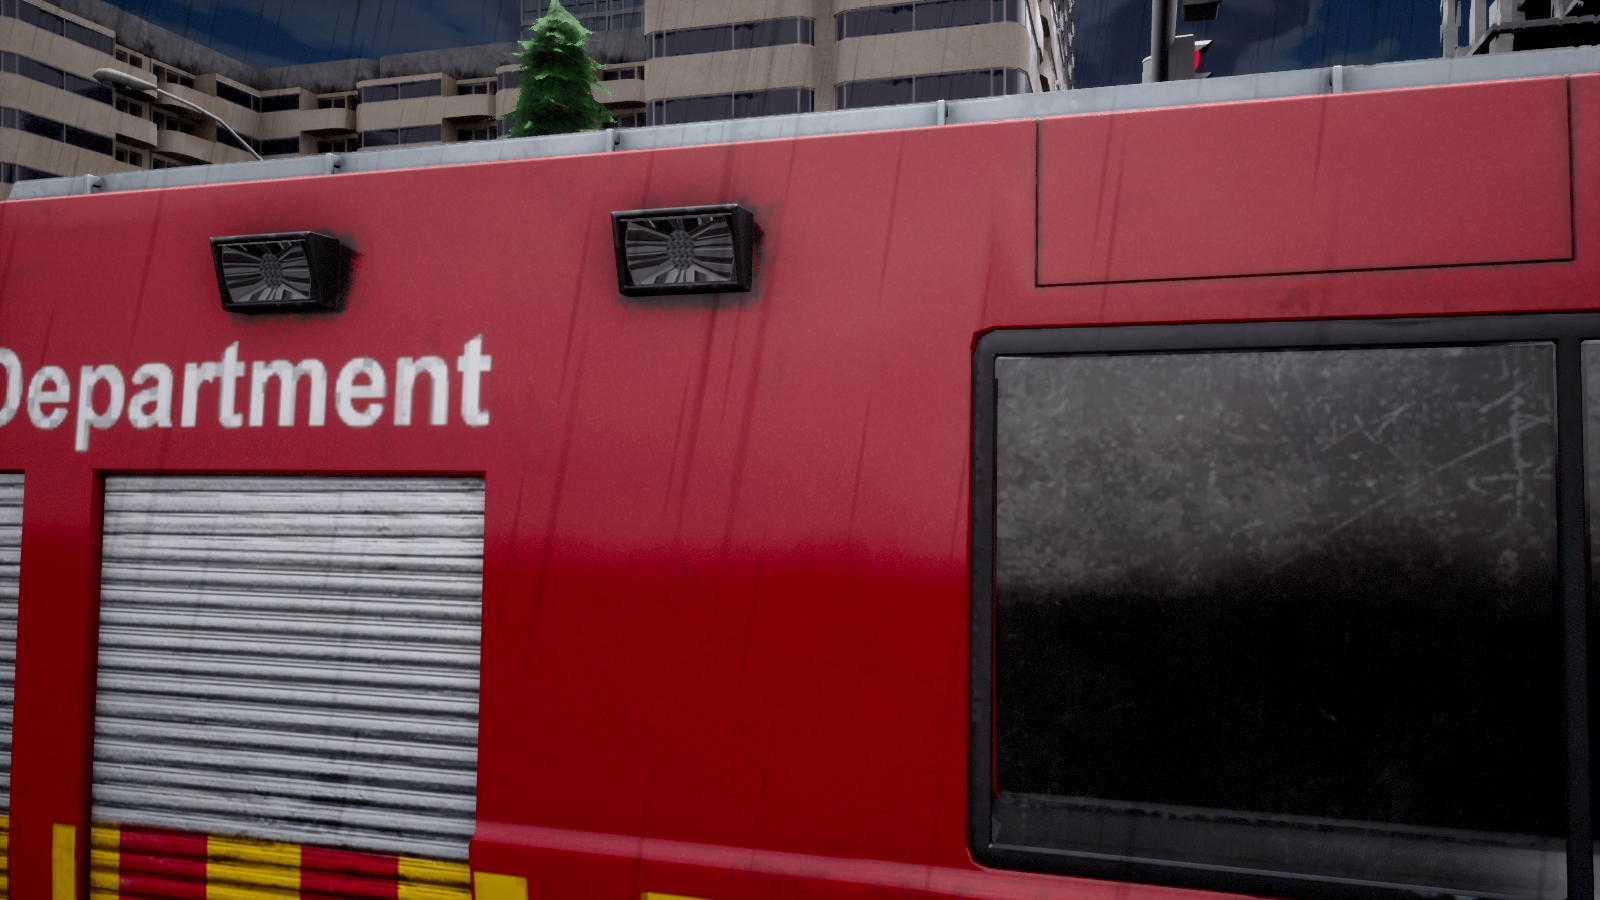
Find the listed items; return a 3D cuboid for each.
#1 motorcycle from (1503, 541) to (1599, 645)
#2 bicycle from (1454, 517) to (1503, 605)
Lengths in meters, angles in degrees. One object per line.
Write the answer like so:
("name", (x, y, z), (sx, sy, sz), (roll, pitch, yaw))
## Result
("motorcycle", (11.678, 2.155, 17.664), (0.764, 1.307, 2.356), (0, 0, 16))
("bicycle", (12.788, 2.060, 21.569), (0.329, 1.471, 1.835), (0, 0, 16))
